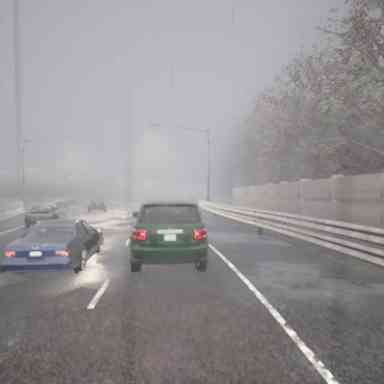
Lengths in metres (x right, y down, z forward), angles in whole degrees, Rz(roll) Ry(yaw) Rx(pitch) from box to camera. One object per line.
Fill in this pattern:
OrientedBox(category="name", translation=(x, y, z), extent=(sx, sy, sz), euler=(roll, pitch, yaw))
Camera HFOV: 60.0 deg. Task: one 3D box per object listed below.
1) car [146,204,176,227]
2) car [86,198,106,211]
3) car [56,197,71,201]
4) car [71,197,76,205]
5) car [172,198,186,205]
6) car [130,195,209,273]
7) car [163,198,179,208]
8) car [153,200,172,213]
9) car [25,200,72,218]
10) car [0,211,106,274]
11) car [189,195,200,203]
OrientedBox(category="car", translation=(-2.283, 1.616, 24.315), extent=(1.994, 1.385, 4.181), euler=(0, 0, -6))
OrientedBox(category="car", translation=(-11.724, 1.460, 40.469), extent=(2.097, 1.767, 4.553), euler=(0, 0, -22))
OrientedBox(category="car", translation=(-19.017, 1.667, 48.042), extent=(1.812, 1.442, 4.674), euler=(0, 0, -27))
OrientedBox(category="car", translation=(-22.804, 1.681, 61.127), extent=(1.837, 1.490, 4.892), euler=(0, 0, -34))
OrientedBox(category="car", translation=(-2.382, 1.724, 62.714), extent=(1.895, 1.301, 4.718), euler=(0, 0, 6))
OrientedBox(category="car", translation=(-0.801, 1.245, 11.030), extent=(2.150, 2.045, 5.566), euler=(0, 0, -5))
OrientedBox(category="car", translation=(-3.270, 1.670, 52.003), extent=(1.994, 1.385, 4.181), euler=(0, 0, 2))
OrientedBox(category="car", translation=(-3.390, 1.646, 39.248), extent=(1.994, 1.385, 4.181), euler=(0, 0, -2))
OrientedBox(category="car", translation=(-9.596, 1.559, 22.017), extent=(2.128, 1.511, 4.902), euler=(0, 0, -12))
OrientedBox(category="car", translation=(-4.123, 1.579, 10.679), extent=(2.033, 1.411, 5.357), euler=(0, 0, -6))
OrientedBox(category="car", translation=(0.775, 1.808, 89.418), extent=(2.150, 2.045, 5.566), euler=(0, -3, 7))
